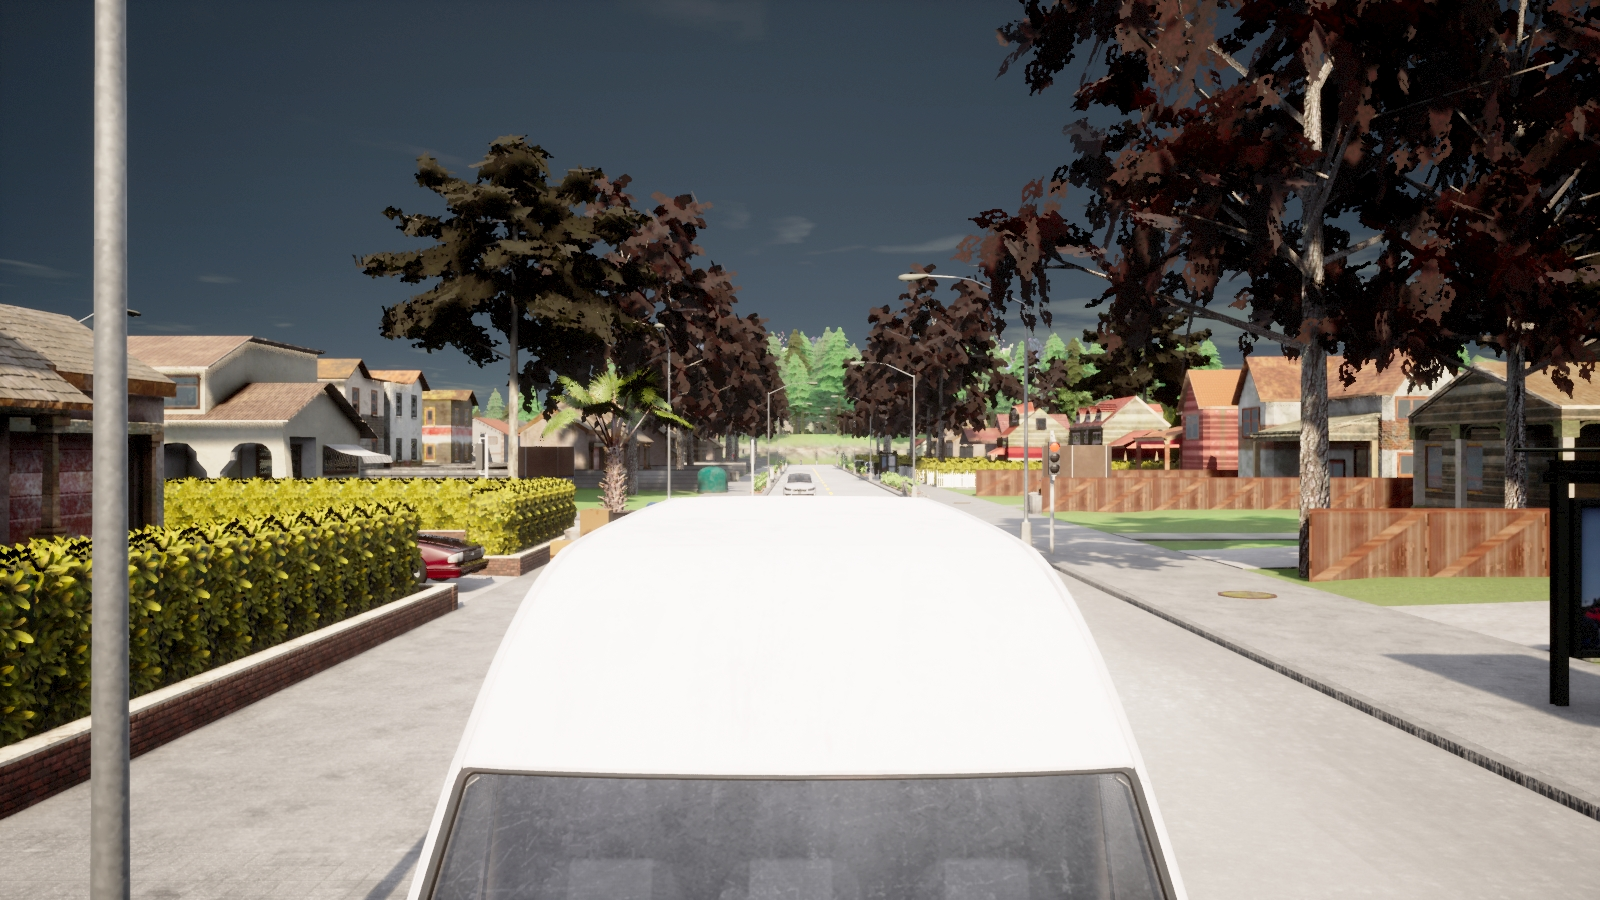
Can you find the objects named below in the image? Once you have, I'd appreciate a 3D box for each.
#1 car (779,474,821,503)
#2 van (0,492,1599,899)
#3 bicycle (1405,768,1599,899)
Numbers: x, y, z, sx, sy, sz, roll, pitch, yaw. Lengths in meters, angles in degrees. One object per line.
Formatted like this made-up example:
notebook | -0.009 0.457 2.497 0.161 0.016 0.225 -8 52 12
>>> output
car | -0.021 2.088 63.559 2.231 1.480 4.892 0 0 0
van | 0.002 1.537 4.030 1.988 2.561 5.915 0 0 0
bicycle | 2.687 2.062 3.843 0.329 1.471 1.835 0 0 0
